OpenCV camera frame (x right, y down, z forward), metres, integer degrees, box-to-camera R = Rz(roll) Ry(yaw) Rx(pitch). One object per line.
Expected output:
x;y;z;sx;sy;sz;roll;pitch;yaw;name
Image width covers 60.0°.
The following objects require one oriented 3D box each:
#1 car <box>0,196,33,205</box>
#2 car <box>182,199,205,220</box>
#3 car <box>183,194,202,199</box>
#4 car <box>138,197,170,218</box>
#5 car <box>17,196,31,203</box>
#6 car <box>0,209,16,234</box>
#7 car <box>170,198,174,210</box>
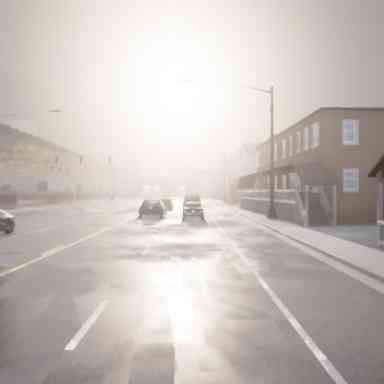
-30.738;1.449;58.228;2.038;1.542;4.974;0;0;29;car
0.098;1.546;28.122;2.033;1.411;5.357;0;0;0;car
0.053;1.221;42.358;2.150;2.045;5.566;0;0;0;car
-3.457;1.349;29.947;2.097;1.767;4.553;0;0;0;car
-30.763;1.291;58.182;1.853;1.218;4.536;0;0;29;car
-10.558;1.525;16.489;1.812;1.442;4.674;0;0;0;car
-3.438;1.474;43.601;1.882;1.535;5.008;0;0;0;car
